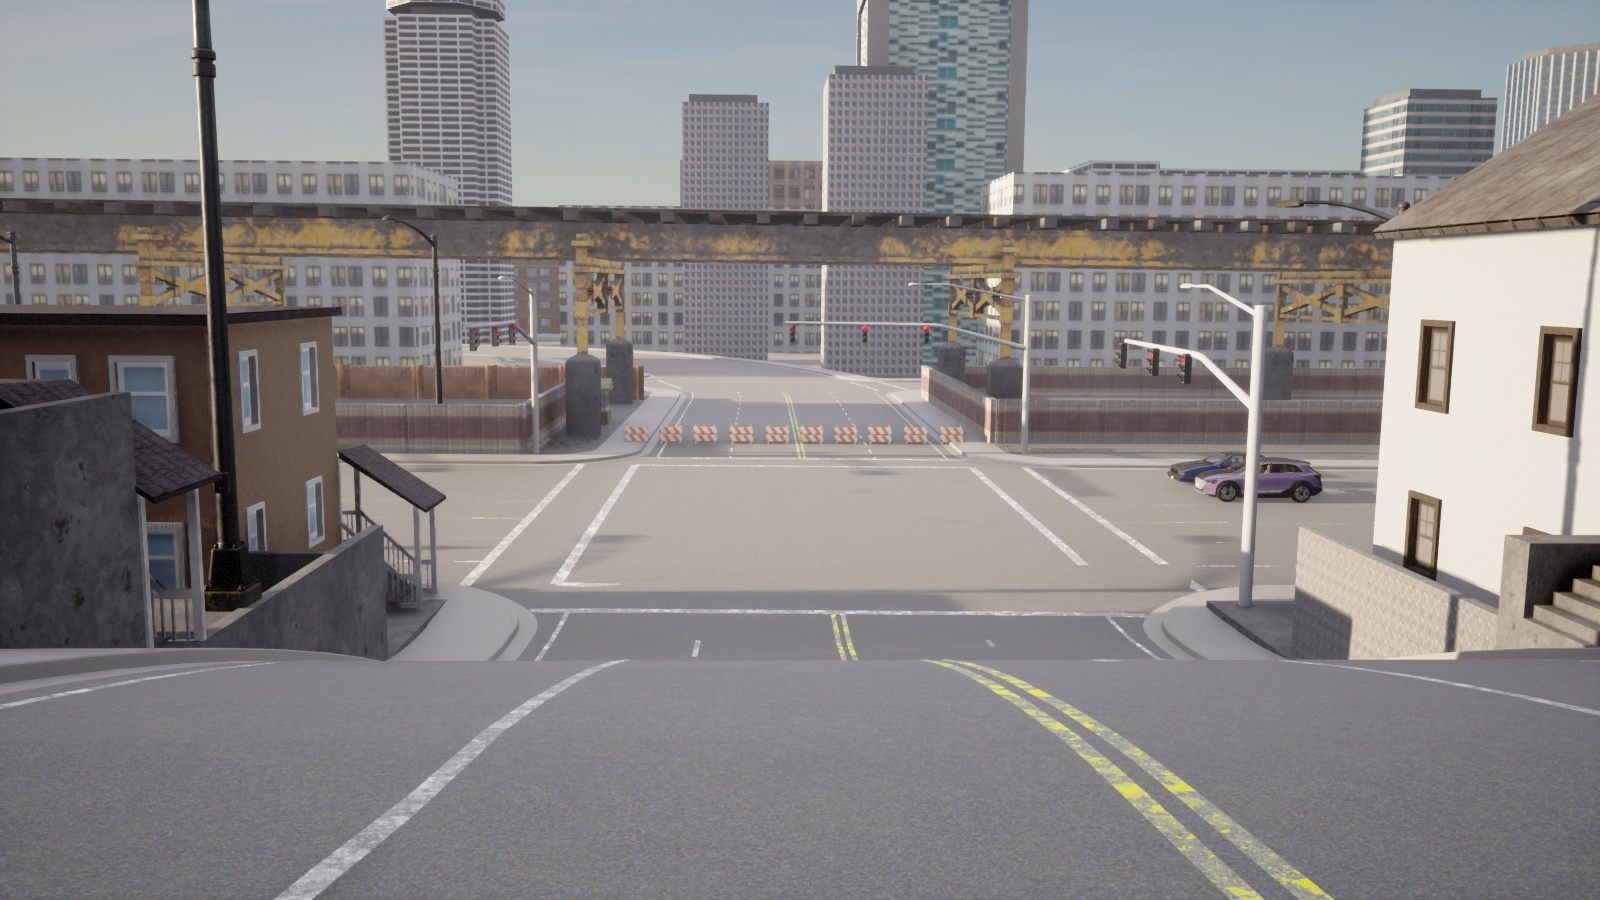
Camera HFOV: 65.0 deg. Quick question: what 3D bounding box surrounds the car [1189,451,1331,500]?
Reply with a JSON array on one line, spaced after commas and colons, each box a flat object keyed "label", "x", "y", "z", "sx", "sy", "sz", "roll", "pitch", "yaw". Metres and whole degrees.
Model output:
[{"label": "car", "x": 18.316, "y": 0.991, "z": 50.142, "sx": 4.856, "sy": 1.649, "sz": 2.033, "roll": 0, "pitch": 8, "yaw": 0}]

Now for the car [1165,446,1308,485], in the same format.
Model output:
[{"label": "car", "x": 18.579, "y": 0.645, "z": 53.632, "sx": 5.357, "sy": 1.411, "sz": 2.033, "roll": 0, "pitch": 8, "yaw": 0}]
